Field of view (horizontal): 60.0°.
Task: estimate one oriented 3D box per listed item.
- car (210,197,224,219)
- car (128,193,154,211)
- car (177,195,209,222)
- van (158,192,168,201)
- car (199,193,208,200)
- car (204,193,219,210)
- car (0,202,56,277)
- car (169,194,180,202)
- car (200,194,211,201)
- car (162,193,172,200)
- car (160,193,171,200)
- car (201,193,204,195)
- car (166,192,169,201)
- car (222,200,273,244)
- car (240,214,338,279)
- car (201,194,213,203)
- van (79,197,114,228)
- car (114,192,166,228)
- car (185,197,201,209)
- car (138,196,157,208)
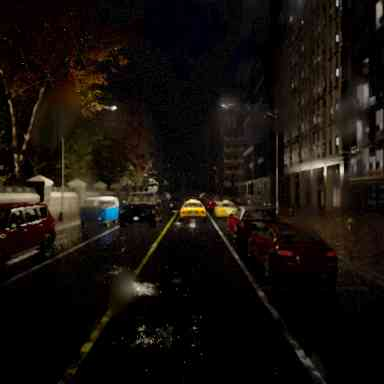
[{"bbox_3d":[2.685,1.357,26.575,1.752,1.417,4.829,1,0,0],"label":"car"},{"bbox_3d":[-5.698,1.073,37.675,2.192,1.841,5.009,1,0,0],"label":"car"},{"bbox_3d":[0.087,1.303,24.849,1.801,1.575,5.366,0,1,0],"label":"car"},{"bbox_3d":[-5.711,0.889,65.744,1.690,1.788,3.998,1,0,0],"label":"van"},{"bbox_3d":[2.661,0.984,77.130,1.752,1.417,4.829,1,0,0],"label":"car"},{"bbox_3d":[2.681,1.198,37.639,1.967,1.590,4.097,1,0,0],"label":"car"},{"bbox_3d":[-5.685,1.256,9.606,2.192,1.841,5.009,1,0,0],"label":"car"},{"bbox_3d":[-3.062,1.178,62.004,1.895,1.301,4.718,0,0,1],"label":"car"},{"bbox_3d":[2.667,1.093,65.727,1.887,1.381,4.507,1,0,0],"label":"car"},{"bbox_3d":[-5.719,0.987,76.803,1.752,1.417,4.829,1,0,0],"label":"car"},{"bbox_3d":[-5.715,0.945,71.358,1.967,1.590,4.097,1,0,0],"label":"car"},{"bbox_3d":[2.674,1.221,48.875,1.887,1.381,4.507,1,0,0],"label":"car"},{"bbox_3d":[-5.711,1.118,59.962,1.752,1.417,4.829,1,0,0],"label":"car"},{"bbox_3d":[2.692,1.345,15.169,1.967,1.590,4.097,1,0,0],"label":"car"},{"bbox_3d":[2.693,1.523,9.553,1.802,1.307,4.206,1,0,0],"label":"car"},{"bbox_3d":[2.669,1.136,60.110,1.887,1.381,4.507,1,0,0],"label":"car"},{"bbox_3d":[-5.690,1.210,20.834,1.690,1.788,3.998,1,0,0],"label":"van"},{"bbox_3d":[-3.112,1.088,21.257,2.150,2.045,5.566,0,0,0],"label":"car"},{"bbox_3d":[0.079,1.330,41.631,1.895,1.301,4.718,0,0,0],"label":"car"},{"bbox_3d":[-5.703,1.262,43.291,1.887,1.381,4.507,1,0,0],"label":"car"}]
